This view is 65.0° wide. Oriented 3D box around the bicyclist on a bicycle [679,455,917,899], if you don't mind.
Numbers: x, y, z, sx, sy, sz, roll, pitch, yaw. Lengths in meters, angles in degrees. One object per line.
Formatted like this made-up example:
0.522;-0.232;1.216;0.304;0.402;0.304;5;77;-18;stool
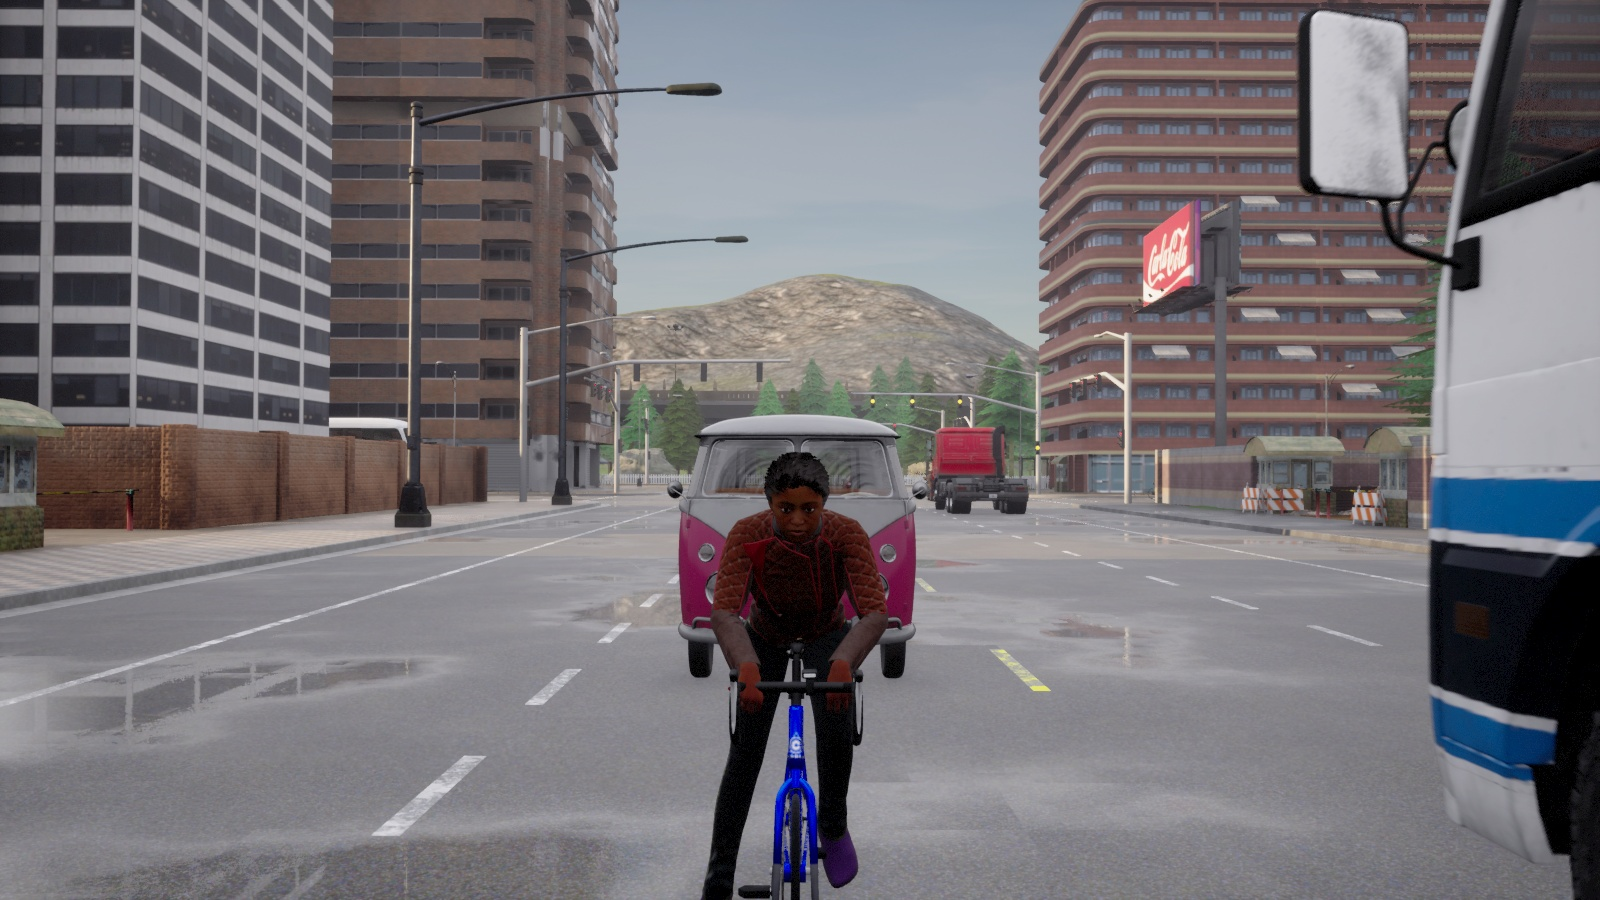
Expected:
-0.005;0.833;3.919;0.582;1.620;1.656;0;-1;0;bicyclist on a bicycle

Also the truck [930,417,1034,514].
6.929;0.626;49.009;2.891;3.462;7.936;0;-1;0;truck

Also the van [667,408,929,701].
-0.015;0.748;10.772;1.775;1.987;4.442;0;-1;0;van

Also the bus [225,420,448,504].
-24.146;0.639;65.914;10.273;4.253;3.944;0;-1;0;bus
